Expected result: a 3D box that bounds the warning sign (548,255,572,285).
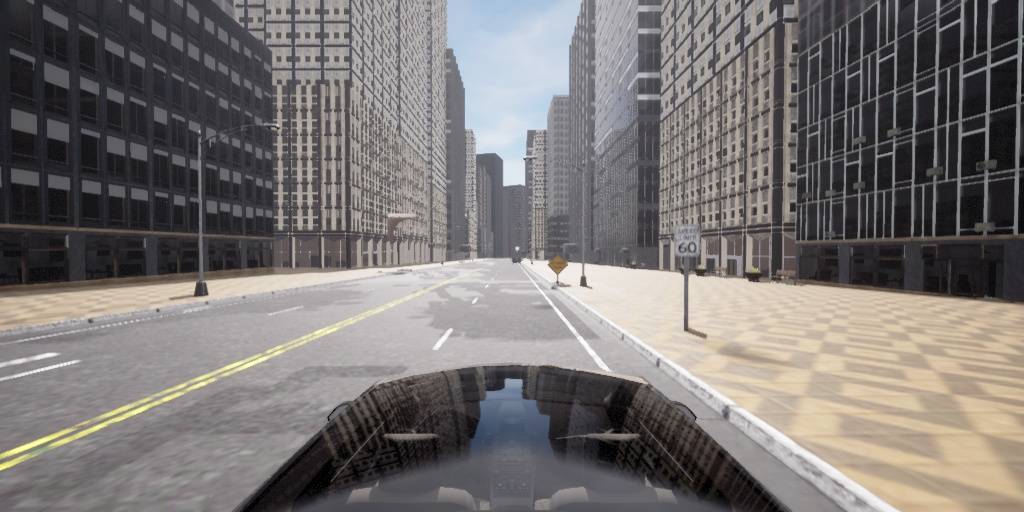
[{"bbox_3d":[2.850,0.834,22.470,1.300,1.860,1.060,0,0,0],"label":"warning sign"}]
